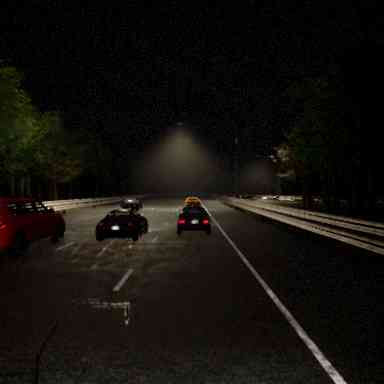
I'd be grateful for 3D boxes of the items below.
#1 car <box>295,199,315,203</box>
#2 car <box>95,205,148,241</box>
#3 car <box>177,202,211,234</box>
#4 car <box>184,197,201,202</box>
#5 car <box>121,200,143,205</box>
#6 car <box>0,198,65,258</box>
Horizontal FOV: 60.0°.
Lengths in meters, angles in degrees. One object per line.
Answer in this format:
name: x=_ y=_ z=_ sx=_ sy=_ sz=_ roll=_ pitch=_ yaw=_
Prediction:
car: x=23.853 y=1.695 z=70.148 sx=1.994 sy=1.385 sz=4.181 roll=0 pitch=1 yaw=-41
car: x=-3.402 y=1.563 z=16.756 sx=1.994 sy=1.385 sz=4.181 roll=0 pitch=0 yaw=0
car: x=0.098 y=1.544 z=19.202 sx=2.033 sy=1.411 sz=5.357 roll=0 pitch=0 yaw=0
car: x=0.091 y=1.411 z=41.389 sx=1.882 sy=1.535 sz=5.008 roll=0 pitch=0 yaw=0
car: x=-6.907 y=1.543 z=38.845 sx=1.895 sy=1.301 sz=4.718 roll=0 pitch=0 yaw=0
car: x=-6.903 y=1.222 z=12.929 sx=2.150 sy=2.045 sz=5.566 roll=0 pitch=0 yaw=0
